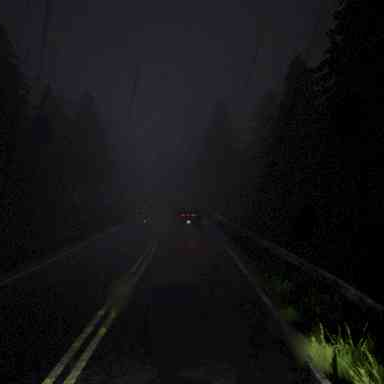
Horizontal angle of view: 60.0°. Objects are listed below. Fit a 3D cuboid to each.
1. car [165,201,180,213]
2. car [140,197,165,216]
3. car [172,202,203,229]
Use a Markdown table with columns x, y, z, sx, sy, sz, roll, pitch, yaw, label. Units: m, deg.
| x | y | z | sx | sy | sz | roll | pitch | yaw | label |
| --- | --- | --- | --- | --- | --- | --- | --- | --- | --- |
| -2.297 | 1.840 | 41.603 | 1.837 | 1.490 | 4.892 | -1 | 0 | -15 | car |
| -4.871 | 1.584 | 38.553 | 2.150 | 2.045 | 5.566 | 0 | -1 | -12 | car |
| -0.302 | 1.698 | 23.450 | 1.837 | 1.490 | 4.892 | 0 | -1 | -2 | car |
